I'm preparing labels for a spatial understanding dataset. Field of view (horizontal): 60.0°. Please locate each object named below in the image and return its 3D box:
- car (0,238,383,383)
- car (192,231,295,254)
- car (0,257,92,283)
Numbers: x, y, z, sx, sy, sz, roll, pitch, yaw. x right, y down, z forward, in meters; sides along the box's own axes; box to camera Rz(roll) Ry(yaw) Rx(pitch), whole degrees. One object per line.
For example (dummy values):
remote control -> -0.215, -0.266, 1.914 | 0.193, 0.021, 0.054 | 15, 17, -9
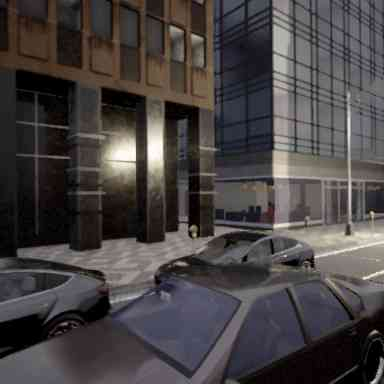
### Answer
car -> 0.490, 1.588, 3.660 | 5.357, 1.411, 2.033 | 0, -1, -38
car -> 1.189, 1.646, 7.787 | 4.313, 1.339, 1.947 | 0, -1, -39
car -> -3.172, 1.631, 4.271 | 4.313, 1.339, 1.947 | 0, -1, -39
